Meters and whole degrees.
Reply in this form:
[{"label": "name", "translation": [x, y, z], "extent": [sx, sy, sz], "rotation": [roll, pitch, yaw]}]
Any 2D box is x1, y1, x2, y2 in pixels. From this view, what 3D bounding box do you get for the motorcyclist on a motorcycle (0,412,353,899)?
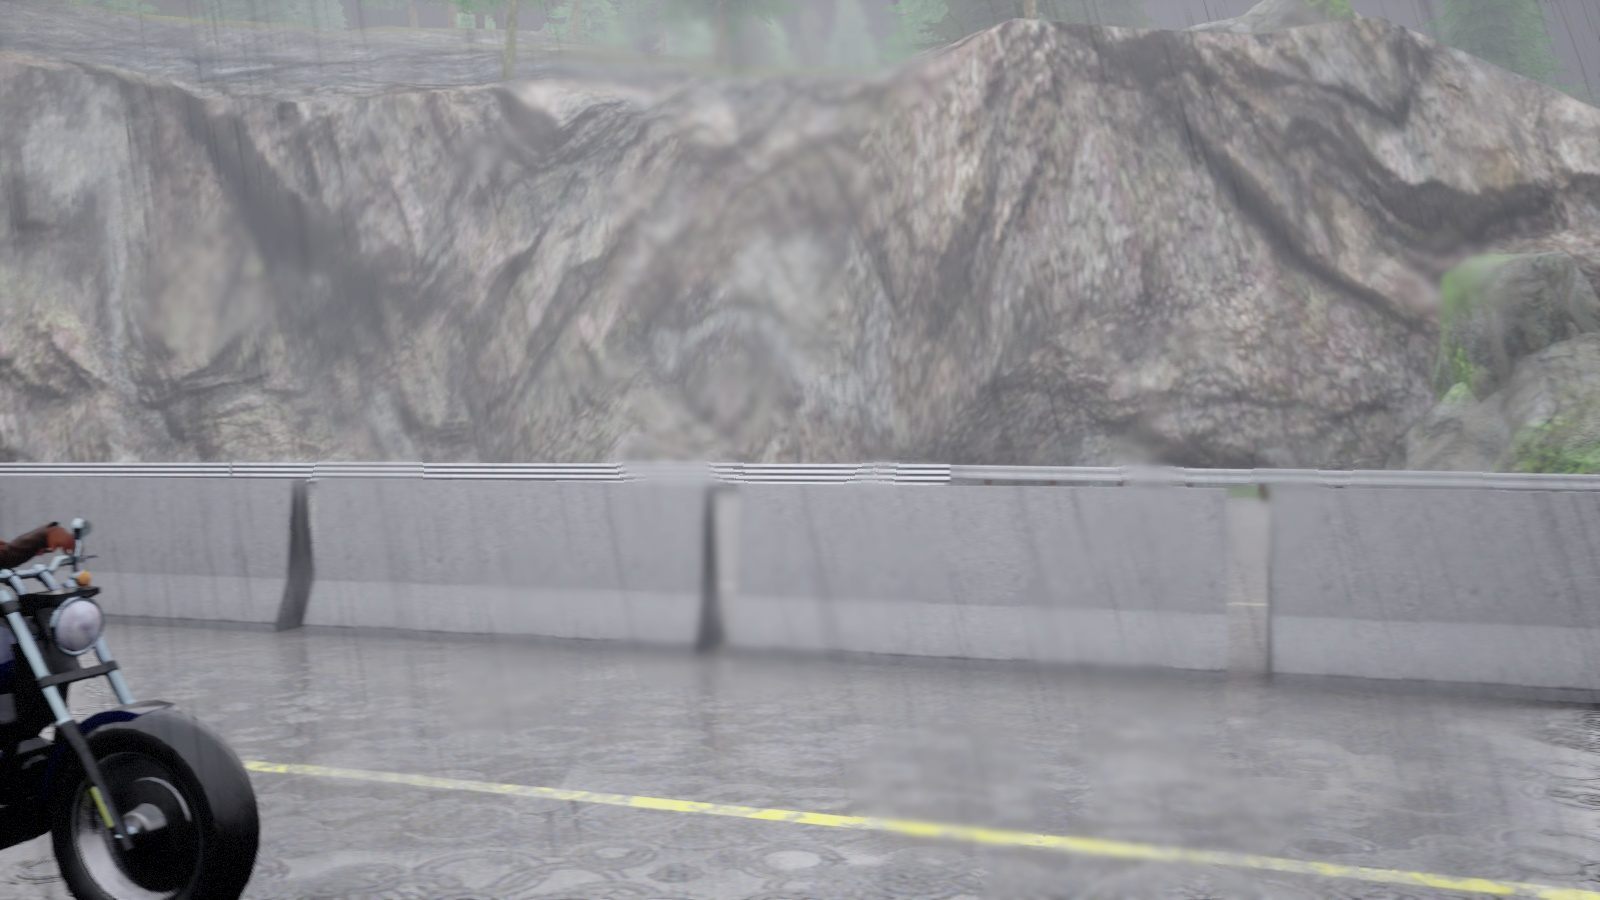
[{"label": "motorcyclist on a motorcycle", "translation": [-2.717, 0.699, 4.128], "extent": [2.350, 1.649, 0.766], "rotation": [1, 2, 17]}]
